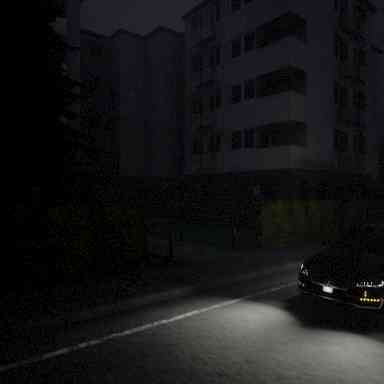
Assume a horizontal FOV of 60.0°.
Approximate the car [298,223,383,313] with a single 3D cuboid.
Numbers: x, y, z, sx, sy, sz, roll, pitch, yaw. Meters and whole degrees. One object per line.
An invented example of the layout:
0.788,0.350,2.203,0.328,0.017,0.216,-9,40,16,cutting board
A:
4.342,1.505,7.511,4.892,1.490,1.837,0,0,-39,car
